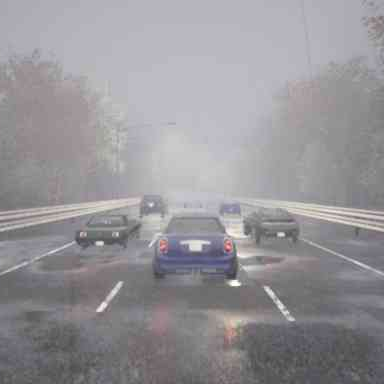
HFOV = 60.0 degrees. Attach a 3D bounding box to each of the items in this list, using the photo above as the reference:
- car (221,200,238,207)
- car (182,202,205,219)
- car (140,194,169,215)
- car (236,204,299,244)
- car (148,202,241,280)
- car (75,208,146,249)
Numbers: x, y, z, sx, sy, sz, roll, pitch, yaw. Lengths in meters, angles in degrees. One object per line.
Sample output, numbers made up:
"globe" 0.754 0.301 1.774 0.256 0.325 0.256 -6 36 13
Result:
"car" 3.600 1.483 32.858 1.882 1.535 5.008 0 0 0
"car" 0.100 1.607 29.788 1.895 1.301 4.718 0 0 0
"car" -3.399 1.228 30.323 2.150 2.045 5.566 0 0 0
"car" 3.599 1.498 15.824 2.128 1.511 4.902 0 0 0
"car" 0.089 1.356 10.081 2.097 1.767 4.553 0 0 0
"car" -3.401 1.607 14.523 1.895 1.301 4.718 0 0 0
